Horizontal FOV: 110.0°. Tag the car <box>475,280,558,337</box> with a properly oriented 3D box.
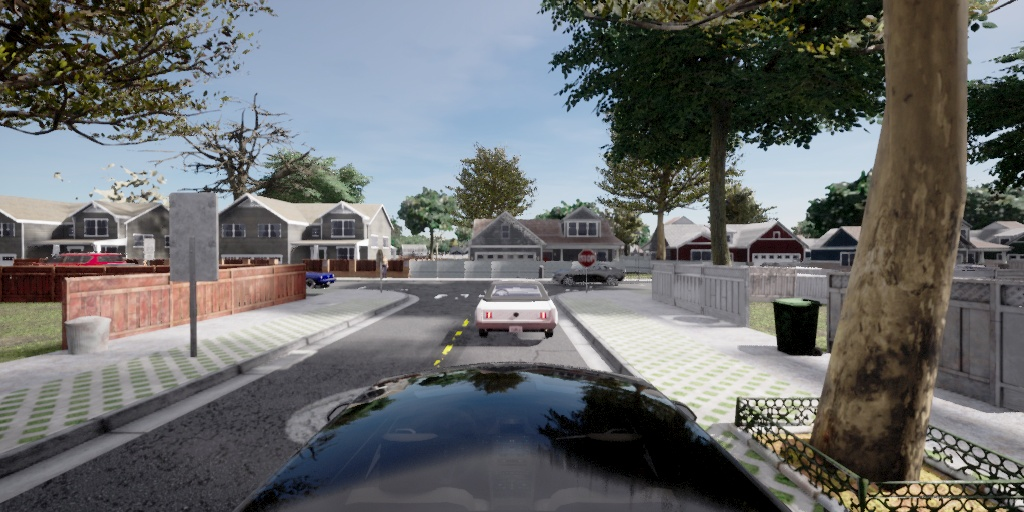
[{"bbox_3d":[0.123,1.347,10.220,1.895,1.301,4.718,0,0,1],"label":"car"}]

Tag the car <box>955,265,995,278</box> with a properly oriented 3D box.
[{"bbox_3d":[30.989,1.346,24.950,4.902,1.511,2.128,0,1,0],"label":"car"}]

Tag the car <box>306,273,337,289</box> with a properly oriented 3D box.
[{"bbox_3d":[-13.242,1.310,21.561,4.718,1.301,1.895,0,1,-1],"label":"car"}]

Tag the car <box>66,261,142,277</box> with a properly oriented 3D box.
[{"bbox_3d":[-23.089,1.195,21.461,4.674,1.442,1.812,0,1,0],"label":"car"}]

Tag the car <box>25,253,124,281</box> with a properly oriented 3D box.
[{"bbox_3d":[-29.534,0.837,24.346,5.566,2.045,2.150,0,1,-1],"label":"car"}]

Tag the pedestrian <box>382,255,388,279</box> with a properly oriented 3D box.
[{"bbox_3d":[-9.767,0.804,27.451,0.375,1.860,0.375,0,0,-1],"label":"pedestrian"}]

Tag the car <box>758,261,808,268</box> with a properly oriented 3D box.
[{"bbox_3d":[18.098,1.157,24.824,4.553,1.767,2.097,0,1,-1],"label":"car"}]

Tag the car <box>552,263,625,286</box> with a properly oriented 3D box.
[{"bbox_3d":[5.238,1.247,24.700,4.902,1.511,2.128,0,1,-1],"label":"car"}]
